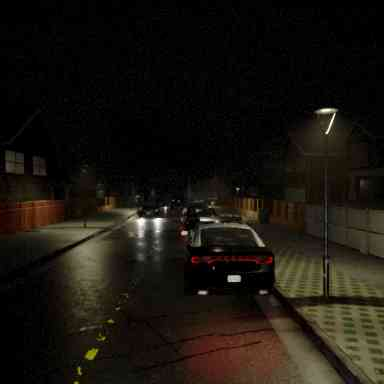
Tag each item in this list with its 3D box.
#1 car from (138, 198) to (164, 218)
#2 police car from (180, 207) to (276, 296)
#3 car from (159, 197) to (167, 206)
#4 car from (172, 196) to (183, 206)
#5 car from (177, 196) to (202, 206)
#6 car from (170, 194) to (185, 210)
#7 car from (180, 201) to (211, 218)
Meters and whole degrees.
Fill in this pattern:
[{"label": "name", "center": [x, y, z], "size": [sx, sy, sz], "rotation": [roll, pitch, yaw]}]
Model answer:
[{"label": "car", "center": [-3.868, 1.576, 30.838], "size": [1.812, 1.442, 4.674], "rotation": [0, 0, -3]}, {"label": "police car", "center": [0.745, 1.427, 8.835], "size": [1.930, 1.638, 5.238], "rotation": [0, 0, -1]}, {"label": "car", "center": [-5.256, 1.644, 56.265], "size": [1.812, 1.442, 4.674], "rotation": [0, 0, -4]}, {"label": "car", "center": [-2.669, 1.602, 60.100], "size": [1.882, 1.535, 5.008], "rotation": [0, 0, -3]}, {"label": "car", "center": [0.177, 1.379, 24.762], "size": [2.097, 1.767, 4.553], "rotation": [0, 0, -3]}, {"label": "car", "center": [-1.833, 1.311, 45.804], "size": [2.150, 2.045, 5.566], "rotation": [0, 0, -3]}, {"label": "car", "center": [0.454, 1.493, 18.769], "size": [1.882, 1.535, 5.008], "rotation": [0, 0, -2]}]
